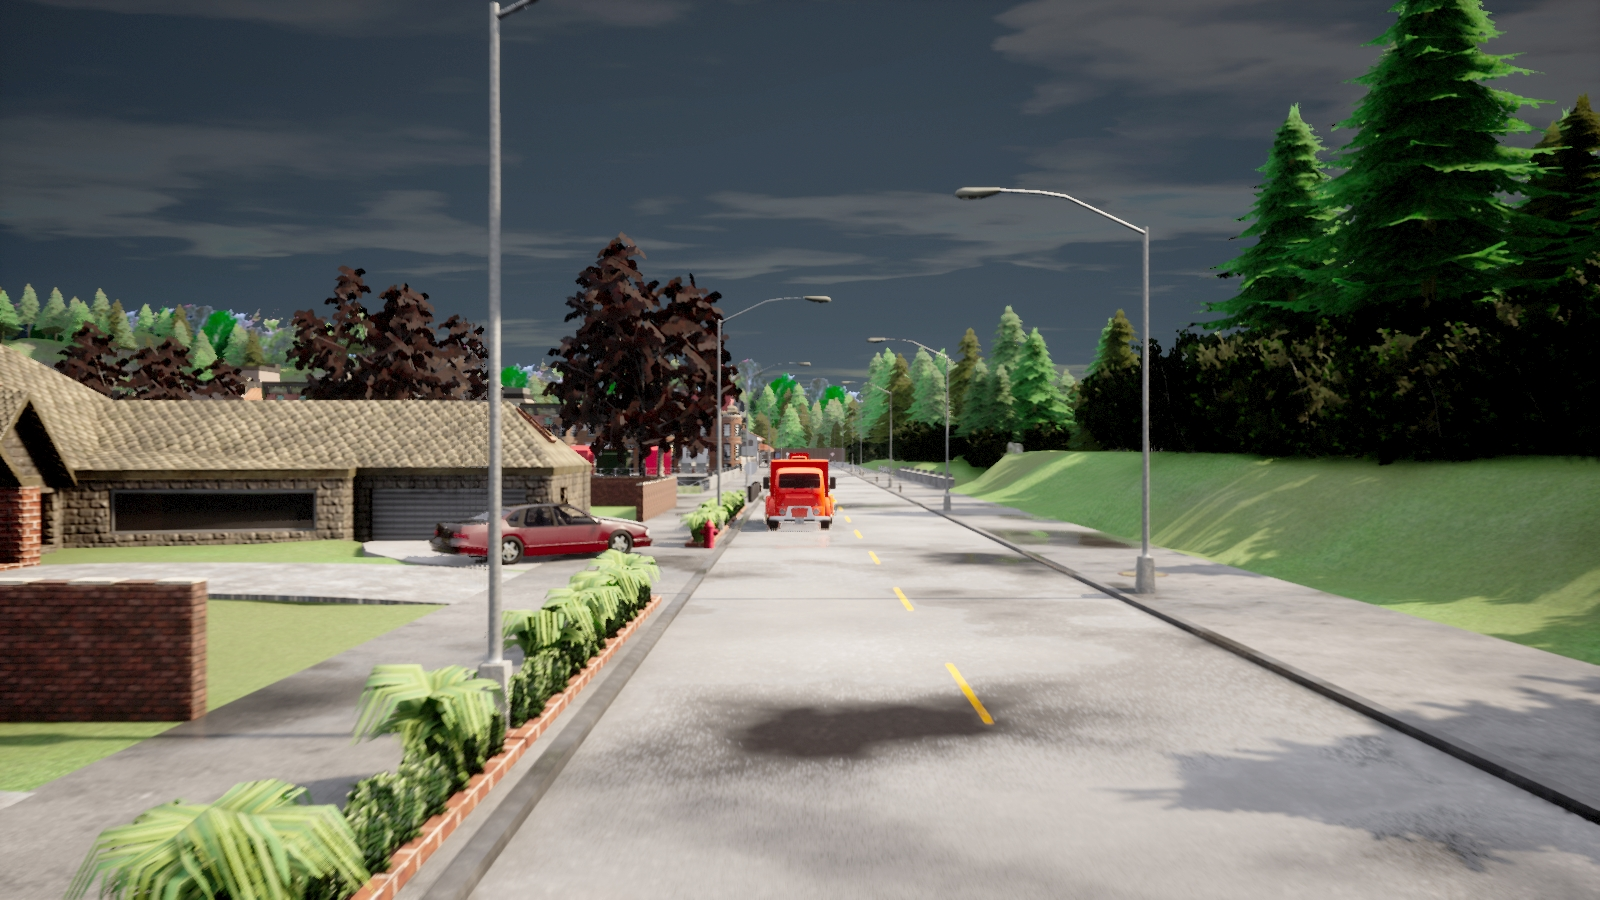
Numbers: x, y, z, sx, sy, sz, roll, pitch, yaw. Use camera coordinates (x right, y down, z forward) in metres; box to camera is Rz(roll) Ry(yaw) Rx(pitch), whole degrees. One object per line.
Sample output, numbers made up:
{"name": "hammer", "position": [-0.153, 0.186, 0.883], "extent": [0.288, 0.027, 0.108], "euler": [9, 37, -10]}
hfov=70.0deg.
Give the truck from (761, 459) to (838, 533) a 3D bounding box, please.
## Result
{"name": "truck", "position": [-0.021, 1.568, 41.350], "extent": [2.627, 2.467, 5.204], "euler": [0, 0, 0]}
